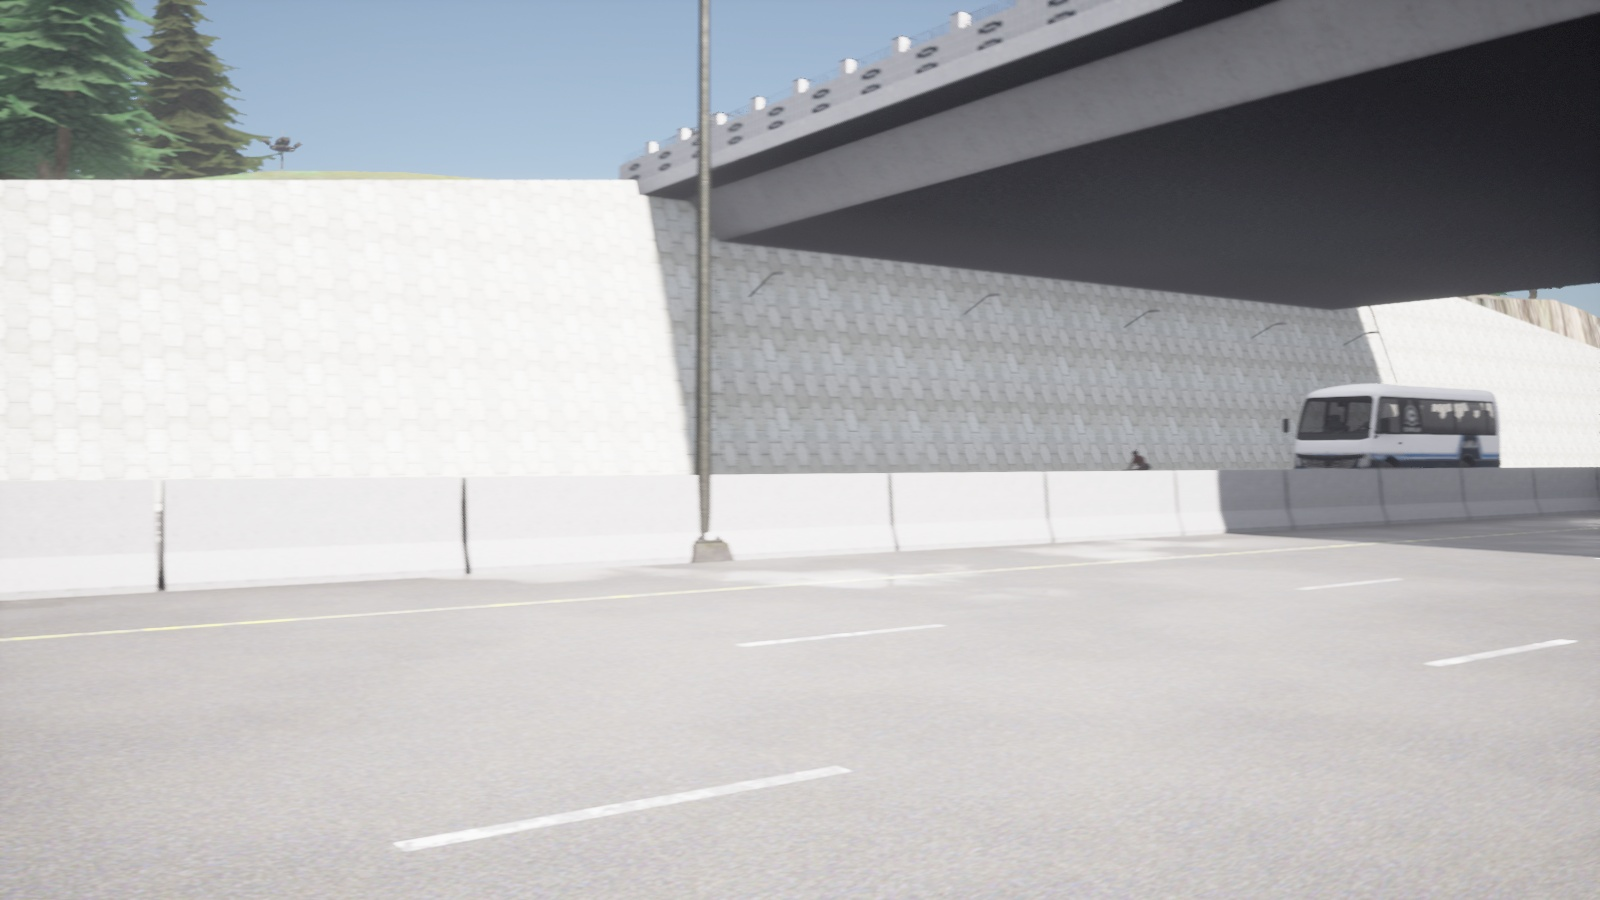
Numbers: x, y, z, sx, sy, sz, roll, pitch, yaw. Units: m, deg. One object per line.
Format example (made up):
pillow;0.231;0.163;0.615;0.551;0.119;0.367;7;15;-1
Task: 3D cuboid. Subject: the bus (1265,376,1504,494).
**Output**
bus;23.260;-0.544;49.713;10.273;4.253;3.944;0;0;-35
